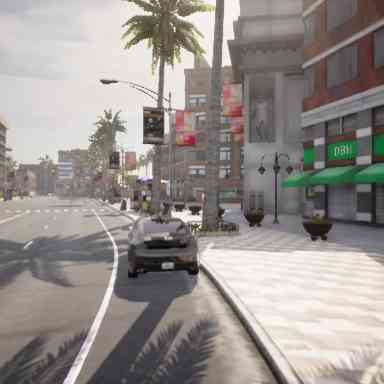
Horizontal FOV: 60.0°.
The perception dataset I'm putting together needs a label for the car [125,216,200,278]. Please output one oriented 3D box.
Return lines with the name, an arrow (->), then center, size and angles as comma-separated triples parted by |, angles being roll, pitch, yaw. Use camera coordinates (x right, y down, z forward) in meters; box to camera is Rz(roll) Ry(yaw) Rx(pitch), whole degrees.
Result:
car -> -1.037, 1.491, 10.202 | 1.837, 1.490, 4.892 | 0, 0, -11
